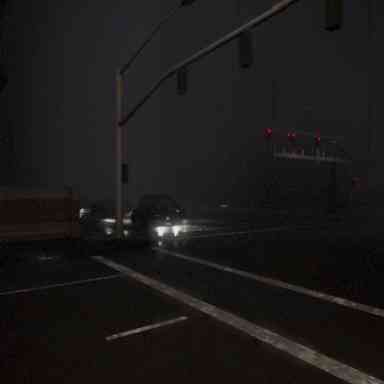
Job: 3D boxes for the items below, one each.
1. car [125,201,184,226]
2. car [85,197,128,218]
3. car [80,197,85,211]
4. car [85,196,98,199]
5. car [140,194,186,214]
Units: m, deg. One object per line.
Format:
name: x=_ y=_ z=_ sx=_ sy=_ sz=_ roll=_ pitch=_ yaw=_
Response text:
car: x=-2.755 y=1.564 z=23.612 sx=1.994 sy=1.385 sz=4.181 roll=0 pitch=0 yaw=-35
car: x=-7.853 y=1.478 z=30.717 sx=1.882 sy=1.535 sz=5.008 roll=0 pitch=0 yaw=-36
car: x=-15.087 y=1.526 z=40.797 sx=1.812 sy=1.442 sz=4.674 roll=0 pitch=0 yaw=-36
car: x=-15.583 y=1.478 z=47.510 sx=1.882 sy=1.535 sz=5.008 roll=0 pitch=0 yaw=-35
car: x=-2.782 y=1.222 z=29.659 sx=2.150 sy=2.045 sz=5.566 roll=0 pitch=0 yaw=-36
